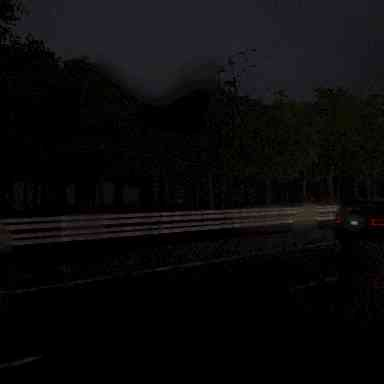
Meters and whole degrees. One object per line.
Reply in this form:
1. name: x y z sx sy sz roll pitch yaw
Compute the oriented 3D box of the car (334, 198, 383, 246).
1. car: 8.293 1.253 14.083 5.566 2.045 2.150 0 0 -35
